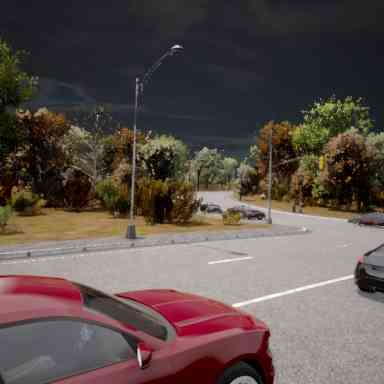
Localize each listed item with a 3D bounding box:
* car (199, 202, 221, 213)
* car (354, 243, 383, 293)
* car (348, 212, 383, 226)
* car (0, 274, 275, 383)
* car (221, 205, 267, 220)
[{"bbox_3d":[2.481,2.073,44.713,1.994,1.385,4.181,3,0,-19],"label":"car"},{"bbox_3d":[5.713,1.662,7.879,4.181,1.385,1.994,1,-1,-35],"label":"car"},{"bbox_3d":[16.728,2.476,29.643,2.033,1.411,5.357,3,-2,-28],"label":"car"},{"bbox_3d":[-1.434,1.479,2.722,5.008,1.535,1.882,0,0,-36],"label":"car"},{"bbox_3d":[5.724,2.170,36.010,2.033,1.411,5.357,3,-1,-27],"label":"car"}]
